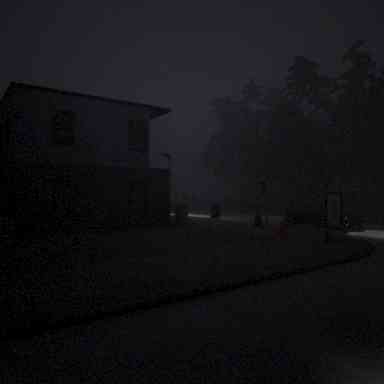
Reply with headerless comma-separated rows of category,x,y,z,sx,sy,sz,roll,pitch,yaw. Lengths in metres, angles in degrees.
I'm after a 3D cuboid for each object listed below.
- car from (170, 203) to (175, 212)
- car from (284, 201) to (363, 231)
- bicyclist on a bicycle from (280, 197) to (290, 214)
car,-3.235,1.610,36.523,1.895,1.301,4.718,0,0,-36
car,8.074,1.362,20.704,2.097,1.767,4.553,0,0,-36
bicyclist on a bicycle,9.367,1.363,33.334,1.656,1.620,0.582,0,0,-36
